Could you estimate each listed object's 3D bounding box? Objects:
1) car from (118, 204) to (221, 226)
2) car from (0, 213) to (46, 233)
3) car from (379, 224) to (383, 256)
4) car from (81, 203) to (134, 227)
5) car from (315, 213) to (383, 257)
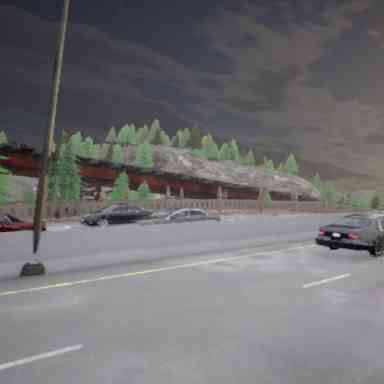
[{"bbox_3d":[-0.785,1.498,16.328,4.902,1.511,2.128,0,0,-35],"label":"car"},{"bbox_3d":[-9.137,1.603,14.672,4.718,1.301,1.895,0,0,-35],"label":"car"},{"bbox_3d":[7.033,1.572,8.761,4.181,1.385,1.994,0,0,-35],"label":"car"},{"bbox_3d":[-4.819,1.512,22.048,4.892,1.490,1.837,0,0,-35],"label":"car"},{"bbox_3d":[7.101,1.558,13.108,5.357,1.411,2.033,0,0,-35],"label":"car"}]
